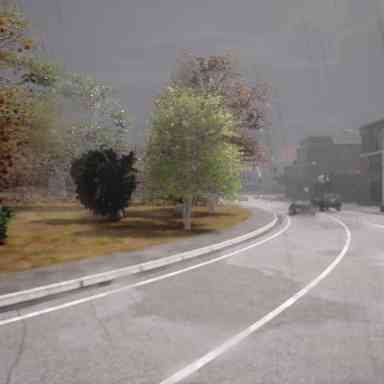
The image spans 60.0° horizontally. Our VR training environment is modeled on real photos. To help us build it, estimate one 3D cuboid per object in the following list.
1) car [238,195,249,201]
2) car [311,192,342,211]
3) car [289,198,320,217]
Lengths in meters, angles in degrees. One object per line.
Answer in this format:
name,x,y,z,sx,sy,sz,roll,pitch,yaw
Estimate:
car,11.112,1.350,72.726,1.994,1.385,4.181,-1,0,-1
car,15.026,1.067,37.780,2.150,2.045,5.566,-1,0,3
car,10.348,1.520,31.288,1.994,1.385,4.181,-1,0,10
